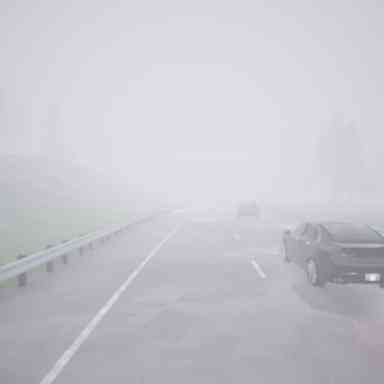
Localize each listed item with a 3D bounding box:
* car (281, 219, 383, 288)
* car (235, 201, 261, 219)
[{"bbox_3d":[3.835,1.523,9.329,1.837,1.490,4.892,0,0,2],"label":"car"},{"bbox_3d":[4.867,1.534,29.361,2.128,1.511,4.902,0,0,3],"label":"car"}]
